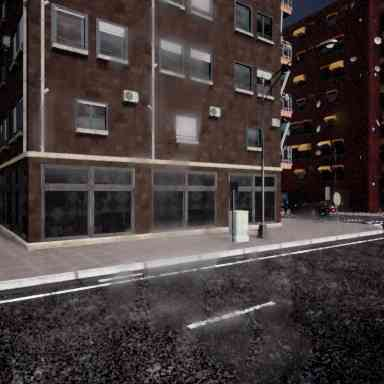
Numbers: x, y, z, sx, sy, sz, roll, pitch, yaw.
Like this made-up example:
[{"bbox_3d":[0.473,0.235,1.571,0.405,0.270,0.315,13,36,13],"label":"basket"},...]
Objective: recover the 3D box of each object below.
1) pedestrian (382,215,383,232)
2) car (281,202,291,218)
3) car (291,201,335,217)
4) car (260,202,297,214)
[{"bbox_3d":[10.690,1.296,18.177,0.375,1.860,0.375,0,0,-36],"label":"pedestrian"},{"bbox_3d":[7.205,1.862,32.719,1.802,1.307,4.206,-1,0,-36],"label":"car"},{"bbox_3d":[12.190,1.751,35.491,1.882,1.535,5.008,0,-1,-35],"label":"car"},{"bbox_3d":[10.853,1.920,41.920,1.947,1.339,4.313,-1,0,-36],"label":"car"}]
